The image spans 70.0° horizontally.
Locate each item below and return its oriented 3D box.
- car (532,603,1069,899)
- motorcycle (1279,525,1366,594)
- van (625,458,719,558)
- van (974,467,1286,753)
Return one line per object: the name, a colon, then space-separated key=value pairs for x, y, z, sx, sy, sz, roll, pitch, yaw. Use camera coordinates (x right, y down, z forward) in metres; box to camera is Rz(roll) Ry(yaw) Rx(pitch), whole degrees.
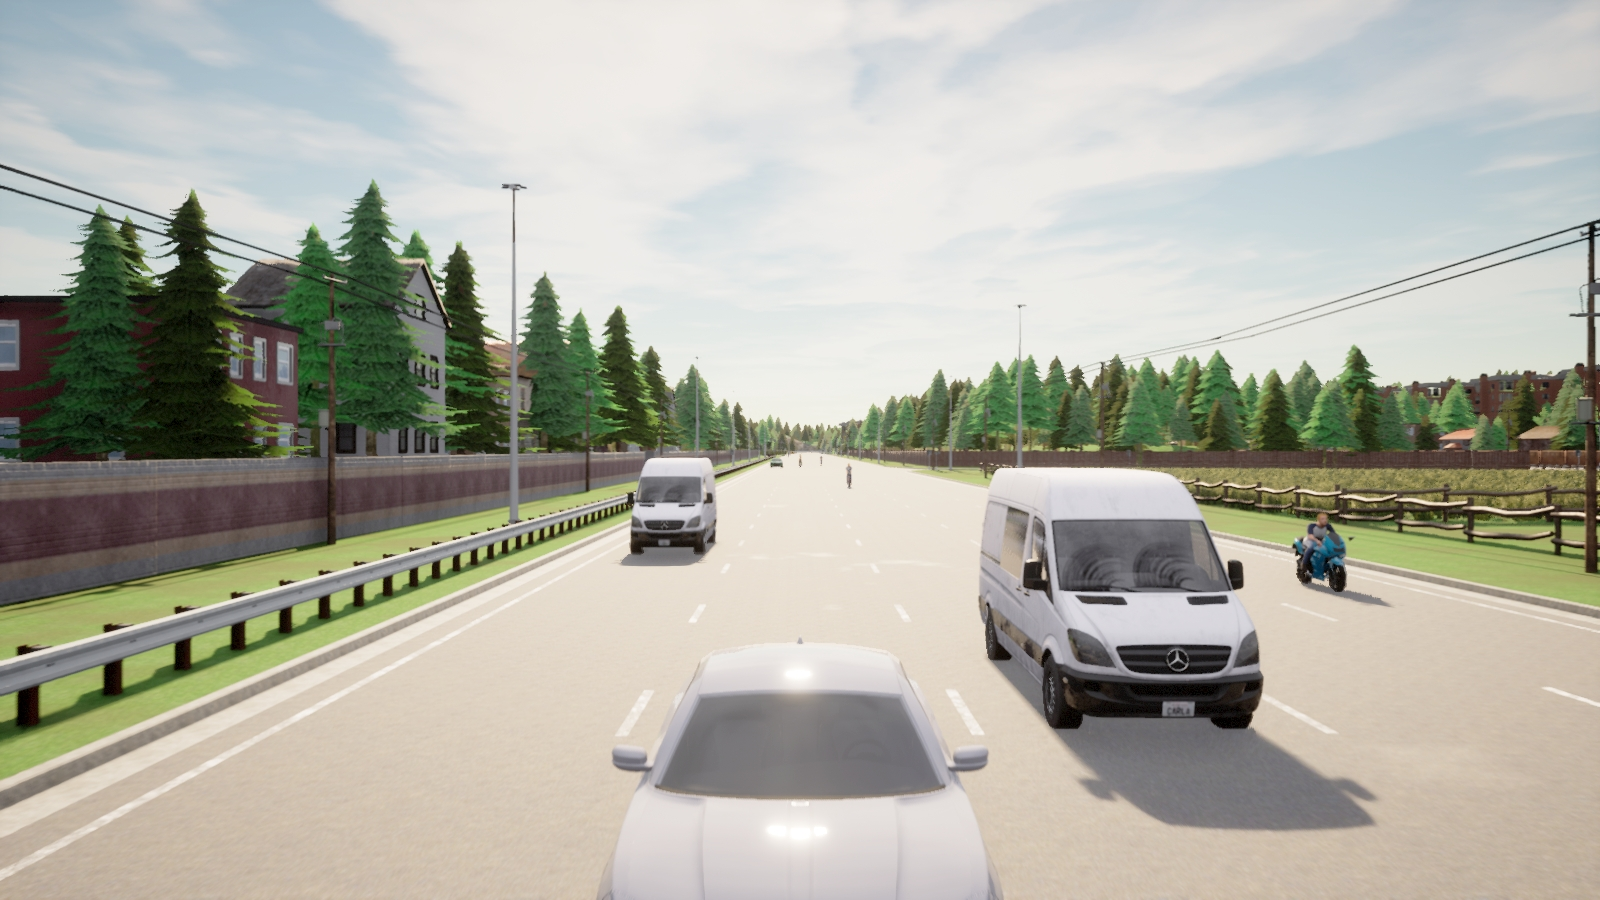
car: x=0.001 y=2.028 z=6.963 sx=2.097 sy=1.535 sz=5.006 roll=0 pitch=0 yaw=0
motorcycle: x=10.465 y=2.167 z=22.974 sx=0.803 sy=1.199 sz=2.033 roll=0 pitch=0 yaw=-1
van: x=-3.500 y=1.509 z=32.325 sx=1.988 sy=2.561 sz=5.915 roll=0 pitch=0 yaw=0
van: x=3.498 y=1.523 z=13.513 sx=1.988 sy=2.561 sz=5.915 roll=0 pitch=0 yaw=0
